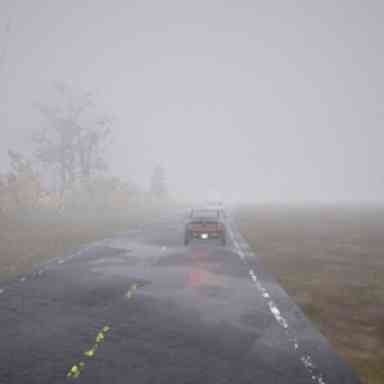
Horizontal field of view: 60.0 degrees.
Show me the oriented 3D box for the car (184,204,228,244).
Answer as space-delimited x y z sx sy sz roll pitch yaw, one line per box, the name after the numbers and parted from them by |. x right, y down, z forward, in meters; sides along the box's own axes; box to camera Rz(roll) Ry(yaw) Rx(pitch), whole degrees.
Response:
0.650 1.547 15.970 1.837 1.490 4.892 0 0 3 | car

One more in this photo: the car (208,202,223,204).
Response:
2.576 1.686 36.288 1.895 1.301 4.718 0 0 7 | car
